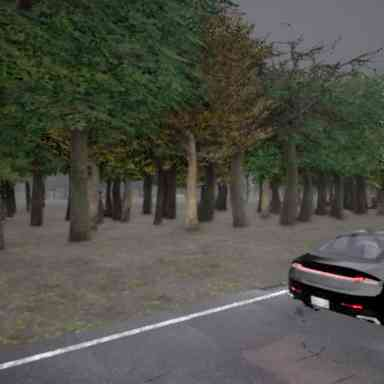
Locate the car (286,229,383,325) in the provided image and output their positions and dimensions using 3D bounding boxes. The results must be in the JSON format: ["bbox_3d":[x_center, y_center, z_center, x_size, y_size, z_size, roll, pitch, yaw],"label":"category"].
[{"bbox_3d":[3.957,1.497,6.561,4.902,1.511,2.128,0,0,-35],"label":"car"}]
